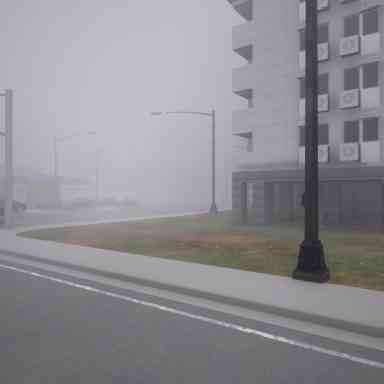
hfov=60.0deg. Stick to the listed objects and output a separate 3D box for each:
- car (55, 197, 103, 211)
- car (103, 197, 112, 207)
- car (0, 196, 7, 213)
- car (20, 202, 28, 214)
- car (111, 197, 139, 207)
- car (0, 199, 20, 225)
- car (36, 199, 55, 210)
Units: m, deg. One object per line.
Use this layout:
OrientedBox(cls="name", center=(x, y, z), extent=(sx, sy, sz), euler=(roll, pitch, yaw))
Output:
OrientedBox(cls="car", center=(-14.073, 1.492, 41.577), extent=(2.128, 1.511, 4.902), euler=(0, 0, 30))
OrientedBox(cls="car", center=(-13.369, 1.478, 51.668), extent=(1.882, 1.535, 5.008), euler=(0, 0, 16))
OrientedBox(cls="car", center=(-22.495, 1.352, 35.380), extent=(2.097, 1.767, 4.553), euler=(0, 0, 36))
OrientedBox(cls="car", center=(-19.373, 1.478, 33.718), extent=(1.882, 1.535, 5.008), euler=(0, 0, 36))
OrientedBox(cls="car", center=(-9.943, 1.601, 50.867), extent=(1.895, 1.301, 4.718), euler=(0, 0, 16))
OrientedBox(cls="car", center=(-14.528, 1.352, 22.258), extent=(2.097, 1.767, 4.553), euler=(0, 0, 37))
OrientedBox(cls="car", center=(-17.589, 1.564, 42.495), extent=(1.994, 1.385, 4.181), euler=(0, 0, 31))
